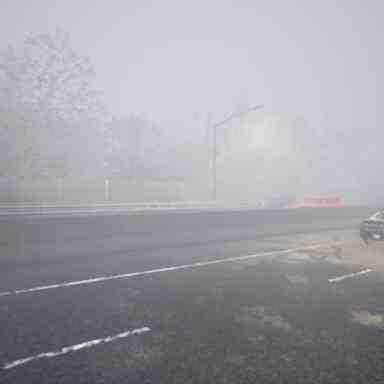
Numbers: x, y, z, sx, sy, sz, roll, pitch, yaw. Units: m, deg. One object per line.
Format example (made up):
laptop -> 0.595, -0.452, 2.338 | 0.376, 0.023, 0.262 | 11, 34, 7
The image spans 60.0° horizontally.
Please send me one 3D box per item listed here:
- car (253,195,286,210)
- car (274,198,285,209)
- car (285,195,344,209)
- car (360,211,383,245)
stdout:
car -> 9.212, 1.351, 36.342 | 5.566, 2.045, 2.150 | 0, 0, -35
car -> 10.832, 1.633, 33.198 | 4.892, 1.490, 1.837 | 0, 0, -35
car -> 11.029, 1.339, 29.045 | 5.566, 2.045, 2.150 | 0, 0, -35
car -> 9.342, 1.564, 14.703 | 4.902, 1.511, 2.128 | 0, 0, -35
